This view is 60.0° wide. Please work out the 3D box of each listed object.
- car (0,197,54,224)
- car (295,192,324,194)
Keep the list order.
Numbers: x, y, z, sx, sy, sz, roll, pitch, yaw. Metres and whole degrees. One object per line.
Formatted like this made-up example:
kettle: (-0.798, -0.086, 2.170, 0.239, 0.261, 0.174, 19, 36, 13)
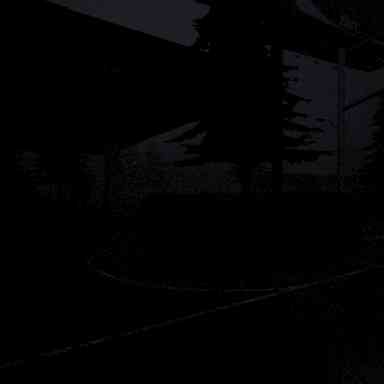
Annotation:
car: (-11.959, 1.313, 23.487, 3.866, 1.878, 1.905, 0, 0, -36)
car: (8.125, 1.049, 25.876, 2.150, 2.045, 5.566, -1, 0, -33)
